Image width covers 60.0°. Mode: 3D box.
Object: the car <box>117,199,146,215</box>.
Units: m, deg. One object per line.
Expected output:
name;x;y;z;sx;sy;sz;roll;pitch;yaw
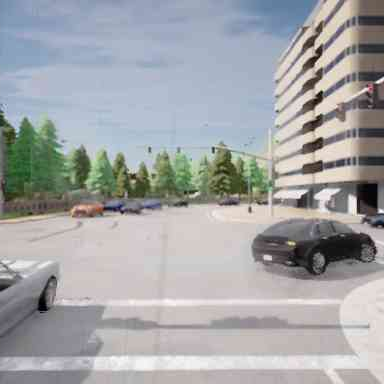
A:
car;-6.829;1.832;37.840;1.994;1.385;4.181;0;0;0

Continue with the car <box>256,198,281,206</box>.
car;15.053;2.070;66.566;4.718;1.301;1.895;0;0;-33

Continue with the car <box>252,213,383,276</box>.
car;4.031;1.588;10.730;4.892;1.490;1.837;0;-4;-37

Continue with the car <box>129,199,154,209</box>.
car;-7.939;1.877;52.544;1.837;1.490;4.892;0;0;19

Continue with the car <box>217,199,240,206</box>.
car;6.999;2.002;64.132;2.033;1.411;5.357;0;-1;43

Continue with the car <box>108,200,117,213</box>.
car;-9.964;1.781;42.821;1.882;1.535;5.008;0;0;7

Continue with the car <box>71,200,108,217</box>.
car;-10.477;1.590;33.610;2.097;1.767;4.553;0;0;2

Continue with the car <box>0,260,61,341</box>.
car;-3.549;1.636;4.865;1.895;1.301;4.718;0;0;-3

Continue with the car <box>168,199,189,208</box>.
car;-2.325;1.882;57.138;1.882;1.535;5.008;0;0;28

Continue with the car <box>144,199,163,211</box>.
car;-5.739;1.815;47.649;1.882;1.535;5.008;0;0;14
